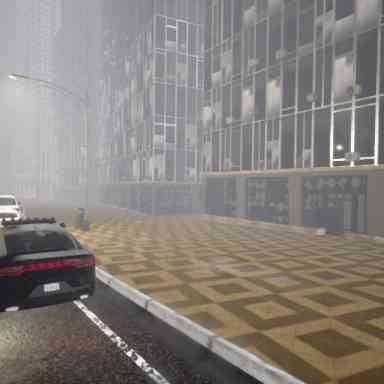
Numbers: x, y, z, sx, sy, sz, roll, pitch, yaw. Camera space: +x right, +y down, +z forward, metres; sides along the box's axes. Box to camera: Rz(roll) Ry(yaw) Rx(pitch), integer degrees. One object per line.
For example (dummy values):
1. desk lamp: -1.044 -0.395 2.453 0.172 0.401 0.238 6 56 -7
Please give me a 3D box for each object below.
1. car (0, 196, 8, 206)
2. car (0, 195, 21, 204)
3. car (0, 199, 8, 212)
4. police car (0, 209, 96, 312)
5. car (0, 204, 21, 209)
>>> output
1. car: -30.879 1.424 53.738 1.882 1.535 5.008 0 0 -31
2. car: -12.098 1.214 20.969 2.150 2.045 5.566 0 0 -30
3. car: -22.663 1.573 38.831 1.895 1.301 4.718 0 0 -27
4. police car: -3.843 1.421 7.822 1.930 1.638 5.238 0 0 -34
5. car: -9.075 1.518 15.923 1.812 1.442 4.674 0 0 -32
